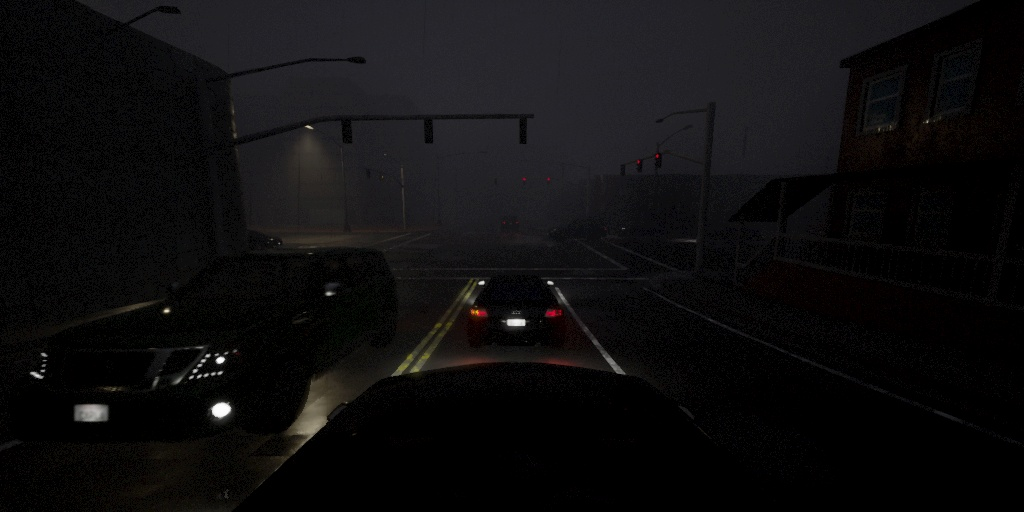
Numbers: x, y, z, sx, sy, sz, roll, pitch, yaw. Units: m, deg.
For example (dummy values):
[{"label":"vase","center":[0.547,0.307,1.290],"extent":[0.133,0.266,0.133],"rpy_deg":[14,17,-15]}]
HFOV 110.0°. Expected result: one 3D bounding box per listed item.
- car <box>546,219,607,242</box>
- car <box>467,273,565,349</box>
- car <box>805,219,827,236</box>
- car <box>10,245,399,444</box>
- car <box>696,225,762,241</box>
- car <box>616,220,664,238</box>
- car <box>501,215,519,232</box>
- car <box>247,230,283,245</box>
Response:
[{"label":"car","center":[5.981,-2.414,33.282],"extent":[5.566,2.045,2.150],"rpy_deg":[-1,8,-10]},{"label":"car","center":[0.098,1.091,8.682],"extent":[1.994,1.385,4.181],"rpy_deg":[0,3,0]},{"label":"car","center":[33.793,-3.001,37.147],"extent":[5.566,2.045,2.150],"rpy_deg":[0,8,1]},{"label":"car","center":[-3.590,0.896,5.817],"extent":[2.150,2.045,5.566],"rpy_deg":[0,2,0]},{"label":"car","center":[20.424,-2.175,33.837],"extent":[5.357,1.411,2.033],"rpy_deg":[0,8,0]},{"label":"car","center":[13.263,-2.887,37.362],"extent":[4.553,1.767,2.097],"rpy_deg":[0,8,1]},{"label":"car","center":[-0.236,-4.208,45.483],"extent":[2.150,2.045,5.566],"rpy_deg":[-1,8,-1]},{"label":"car","center":[-19.945,-1.185,26.976],"extent":[4.892,1.490,1.837],"rpy_deg":[0,8,1]}]
